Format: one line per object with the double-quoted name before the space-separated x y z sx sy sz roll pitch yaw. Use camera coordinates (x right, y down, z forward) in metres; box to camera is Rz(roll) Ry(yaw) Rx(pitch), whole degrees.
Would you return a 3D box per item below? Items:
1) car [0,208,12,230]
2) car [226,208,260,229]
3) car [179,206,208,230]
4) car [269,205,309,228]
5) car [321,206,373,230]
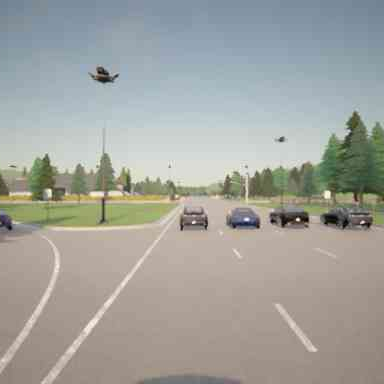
"car" -13.231 1.754 21.957 1.812 1.442 4.674 1 -1 -40
"car" 3.623 1.815 24.020 1.994 1.385 4.181 0 -1 0
"car" 0.123 1.733 23.174 2.128 1.511 4.902 0 -1 0
"car" 7.124 1.737 24.796 1.882 1.535 5.008 0 -1 0
"car" 10.623 1.734 23.164 2.128 1.511 4.902 0 -1 0
